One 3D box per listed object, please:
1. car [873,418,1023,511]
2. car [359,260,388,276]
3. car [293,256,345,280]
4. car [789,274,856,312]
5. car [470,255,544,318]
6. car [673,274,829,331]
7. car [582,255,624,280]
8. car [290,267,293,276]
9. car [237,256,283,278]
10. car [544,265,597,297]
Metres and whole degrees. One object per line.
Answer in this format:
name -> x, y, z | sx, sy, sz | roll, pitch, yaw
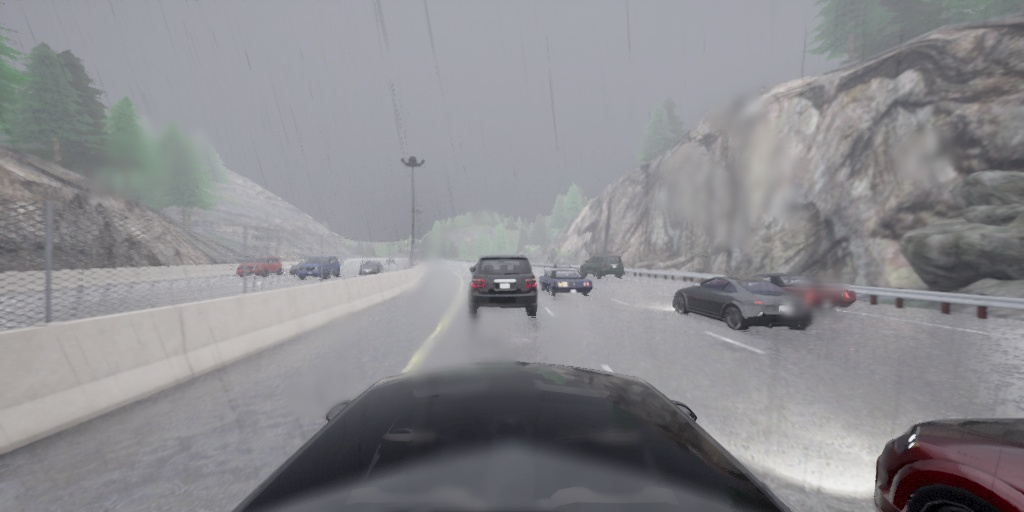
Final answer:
car -> 3.506, 1.305, 0.718 | 1.994, 1.385, 4.181 | 0, 0, 0
car -> -14.551, 1.297, 37.353 | 2.128, 1.511, 4.902 | 0, 0, -12
car -> -17.042, 1.029, 32.083 | 2.150, 2.045, 5.566 | 0, 0, -11
car -> 10.094, 1.334, 13.875 | 1.895, 1.301, 4.718 | 0, 0, -4
car -> -0.376, 0.979, 13.247 | 2.150, 2.045, 5.566 | 0, 0, -4
car -> 6.733, 1.303, 10.972 | 1.994, 1.385, 4.181 | 0, 0, -3
car -> 8.006, 0.970, 32.101 | 2.150, 2.045, 5.566 | 0, 0, -9
car -> -21.872, 1.329, 38.091 | 1.837, 1.490, 4.892 | 0, 0, -13
car -> -24.920, 1.051, 35.758 | 2.150, 2.045, 5.566 | 0, 0, -12
car -> 2.663, 1.355, 18.930 | 1.895, 1.301, 4.718 | 0, 0, -5
